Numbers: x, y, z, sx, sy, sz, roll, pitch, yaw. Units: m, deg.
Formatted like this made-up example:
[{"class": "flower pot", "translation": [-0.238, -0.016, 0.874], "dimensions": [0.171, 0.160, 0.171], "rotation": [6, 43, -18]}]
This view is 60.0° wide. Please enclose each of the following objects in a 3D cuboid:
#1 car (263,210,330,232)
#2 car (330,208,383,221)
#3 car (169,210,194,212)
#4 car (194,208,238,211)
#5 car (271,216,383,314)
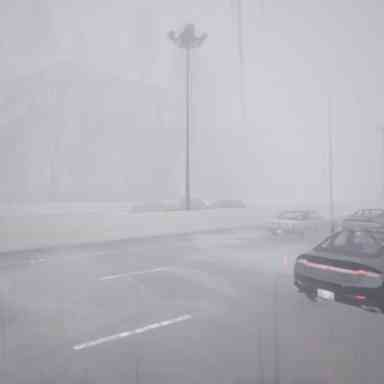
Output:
[{"class": "car", "translation": [5.908, 1.617, 17.484], "dimensions": [4.718, 1.301, 1.895], "rotation": [0, 0, -40]}, {"class": "car", "translation": [8.658, 1.501, 15.263], "dimensions": [4.902, 1.511, 2.128], "rotation": [0, 0, -40]}, {"class": "car", "translation": [-0.478, 1.643, 30.734], "dimensions": [4.718, 1.301, 1.895], "rotation": [0, 0, -42]}, {"class": "car", "translation": [2.747, 1.388, 28.964], "dimensions": [4.553, 1.767, 2.097], "rotation": [0, 0, -42]}, {"class": "car", "translation": [4.162, 1.496, 7.049], "dimensions": [4.902, 1.511, 2.128], "rotation": [0, 0, -38]}]
